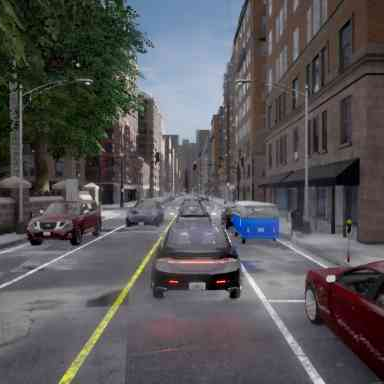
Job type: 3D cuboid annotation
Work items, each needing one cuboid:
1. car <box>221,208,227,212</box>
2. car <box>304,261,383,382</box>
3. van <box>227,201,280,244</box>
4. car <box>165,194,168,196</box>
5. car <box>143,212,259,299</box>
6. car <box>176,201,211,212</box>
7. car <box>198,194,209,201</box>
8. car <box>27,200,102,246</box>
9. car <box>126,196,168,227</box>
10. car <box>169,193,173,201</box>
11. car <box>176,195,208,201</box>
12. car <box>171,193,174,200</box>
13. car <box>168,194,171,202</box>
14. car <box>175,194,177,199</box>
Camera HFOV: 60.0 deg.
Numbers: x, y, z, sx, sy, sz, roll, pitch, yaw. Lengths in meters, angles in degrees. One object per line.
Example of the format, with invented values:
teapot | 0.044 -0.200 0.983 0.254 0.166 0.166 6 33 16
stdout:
car | 2.850 1.558 21.210 1.947 1.339 4.313 0 0 0
car | 2.853 1.544 4.228 1.887 1.381 4.507 0 0 0
van | 2.851 1.336 15.549 1.690 1.788 3.998 0 0 0
car | -5.684 1.480 59.026 1.752 1.417 4.829 0 0 0
car | 0.098 1.490 8.450 2.128 1.511 4.902 0 0 0
car | 0.094 1.485 18.390 2.128 1.511 4.902 0 0 0
car | 2.837 1.387 75.586 1.967 1.590 4.097 0 0 0
car | -5.674 1.310 15.507 2.192 1.841 5.009 0 0 0
car | -3.043 1.342 22.338 2.097 1.767 4.553 0 0 1
car | -5.686 1.493 70.098 1.887 1.381 4.507 0 0 0
car | -0.008 1.338 27.567 2.097 1.767 4.553 0 0 0
car | -5.687 1.492 75.549 1.887 1.381 4.507 0 0 0
car | -5.685 1.502 64.647 2.008 1.369 4.403 0 0 0
car | -5.690 1.497 86.450 2.008 1.369 4.403 0 0 0
